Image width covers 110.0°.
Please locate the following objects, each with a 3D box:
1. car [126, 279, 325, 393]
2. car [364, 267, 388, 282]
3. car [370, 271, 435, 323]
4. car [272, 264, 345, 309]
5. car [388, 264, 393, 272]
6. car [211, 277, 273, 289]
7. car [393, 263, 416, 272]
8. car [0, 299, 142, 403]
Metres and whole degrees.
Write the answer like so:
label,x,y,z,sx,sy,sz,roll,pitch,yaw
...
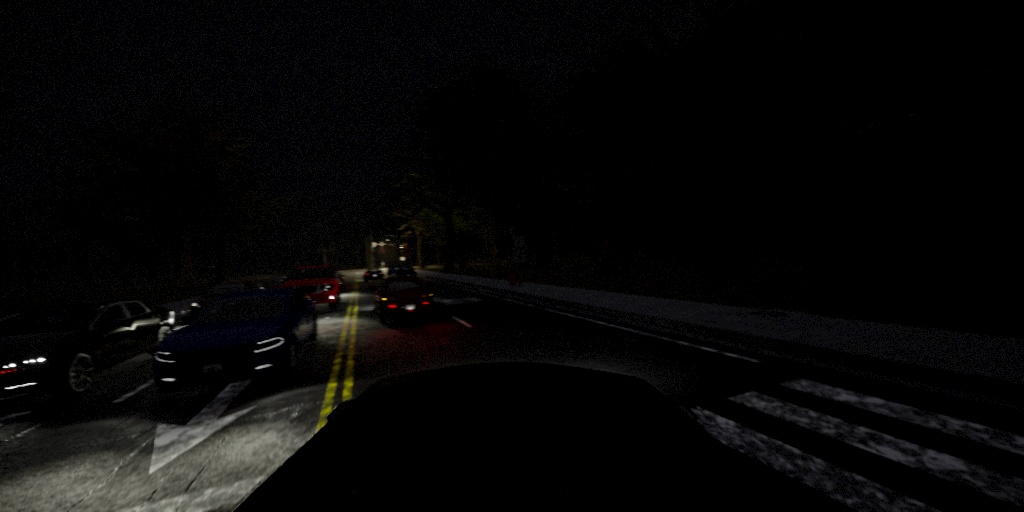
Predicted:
label,x,y,z,sx,sy,sz,roll,pitch,yaw
car,-5.559,1.503,7.855,1.882,1.535,5.008,-3,0,-22
car,-14.869,2.020,38.632,1.994,1.385,4.181,-3,0,-23
car,-4.104,1.471,13.365,1.812,1.442,4.674,-3,0,-23
car,-9.633,1.442,17.455,2.150,2.045,5.566,-3,0,-23
car,-16.319,1.852,50.280,2.097,1.767,4.553,-3,0,-22
car,-12.630,1.900,16.252,1.812,1.442,4.674,-3,0,-23
car,-11.508,1.812,38.986,1.812,1.442,4.674,-3,0,-23
car,-8.779,1.680,7.145,2.128,1.511,4.902,-3,0,-23
